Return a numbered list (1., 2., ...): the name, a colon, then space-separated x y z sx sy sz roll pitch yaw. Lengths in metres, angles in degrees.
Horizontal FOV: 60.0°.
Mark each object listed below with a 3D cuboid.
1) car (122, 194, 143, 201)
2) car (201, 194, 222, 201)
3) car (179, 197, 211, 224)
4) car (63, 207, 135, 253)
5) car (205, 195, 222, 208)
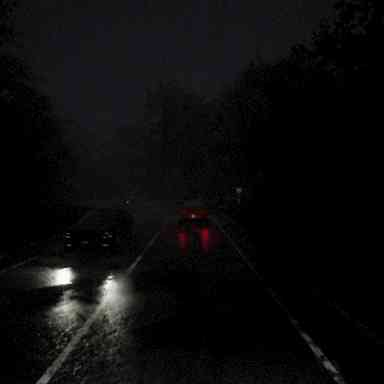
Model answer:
1. car: -12.356 1.221 69.766 4.674 1.442 1.812 0 0 -43
2. car: 4.386 1.233 72.947 4.181 1.385 1.994 0 0 22
3. car: 0.093 1.374 23.741 1.882 1.535 5.008 0 0 0
4. car: -3.601 1.418 13.672 1.882 1.535 5.008 0 0 0
5. car: 1.682 1.349 40.650 1.812 1.442 4.674 -1 0 27
